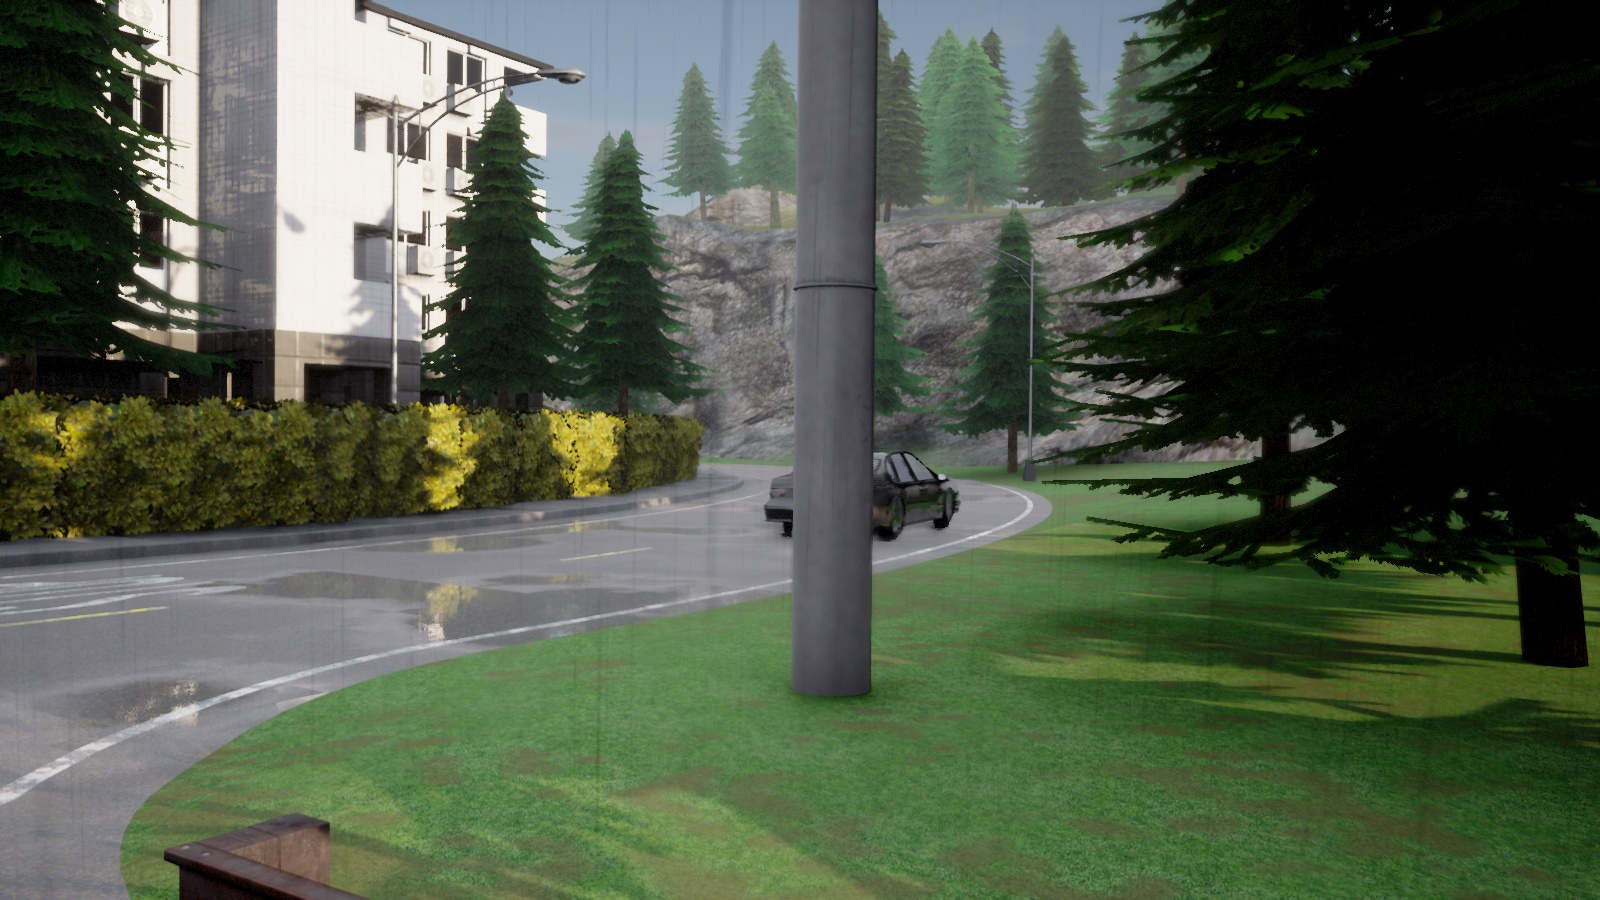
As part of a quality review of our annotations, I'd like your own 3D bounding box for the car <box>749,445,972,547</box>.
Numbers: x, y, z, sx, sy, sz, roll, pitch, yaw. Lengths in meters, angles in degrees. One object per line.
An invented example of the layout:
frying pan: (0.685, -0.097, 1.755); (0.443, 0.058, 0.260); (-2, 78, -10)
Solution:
car: (1.199, 0.651, 20.916); (2.033, 1.411, 5.357); (0, 1, 22)
